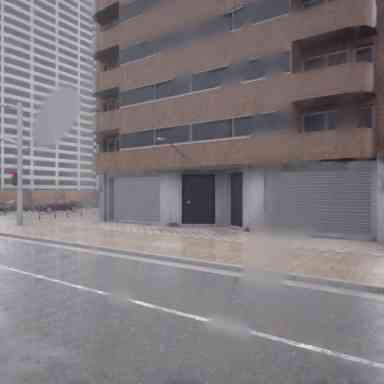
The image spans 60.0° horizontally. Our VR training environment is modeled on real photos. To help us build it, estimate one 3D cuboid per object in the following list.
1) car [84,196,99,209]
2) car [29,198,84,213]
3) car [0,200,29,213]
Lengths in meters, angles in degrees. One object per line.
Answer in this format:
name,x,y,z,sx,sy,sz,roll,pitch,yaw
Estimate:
car,-13.839,1.564,45.606,1.994,1.385,4.181,0,0,35
car,-15.161,1.477,37.566,1.882,1.535,5.008,0,0,35
car,-19.532,1.547,37.405,2.033,1.411,5.357,0,0,35
